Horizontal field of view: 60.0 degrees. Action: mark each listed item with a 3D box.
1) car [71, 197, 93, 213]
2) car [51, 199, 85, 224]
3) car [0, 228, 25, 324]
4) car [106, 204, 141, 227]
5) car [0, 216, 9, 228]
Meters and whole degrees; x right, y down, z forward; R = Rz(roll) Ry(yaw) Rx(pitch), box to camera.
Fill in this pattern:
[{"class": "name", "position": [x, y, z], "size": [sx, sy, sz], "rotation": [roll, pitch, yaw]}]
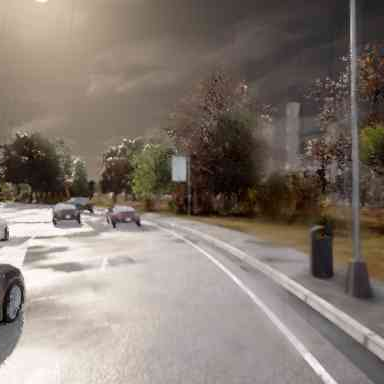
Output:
[{"class": "car", "position": [-12.582, 1.348, 36.663], "size": [2.097, 1.767, 4.553], "rotation": [0, 0, -35]}, {"class": "car", "position": [-9.437, 1.518, 24.775], "size": [1.812, 1.442, 4.674], "rotation": [0, 0, -25]}, {"class": "car", "position": [-3.841, 1.519, 4.208], "size": [1.837, 1.490, 4.892], "rotation": [0, 0, -5]}, {"class": "car", "position": [-4.738, 1.526, 22.791], "size": [1.812, 1.442, 4.674], "rotation": [0, 0, -21]}, {"class": "car", "position": [-8.876, 1.532, 13.491], "size": [1.812, 1.442, 4.674], "rotation": [0, 0, -13]}]
